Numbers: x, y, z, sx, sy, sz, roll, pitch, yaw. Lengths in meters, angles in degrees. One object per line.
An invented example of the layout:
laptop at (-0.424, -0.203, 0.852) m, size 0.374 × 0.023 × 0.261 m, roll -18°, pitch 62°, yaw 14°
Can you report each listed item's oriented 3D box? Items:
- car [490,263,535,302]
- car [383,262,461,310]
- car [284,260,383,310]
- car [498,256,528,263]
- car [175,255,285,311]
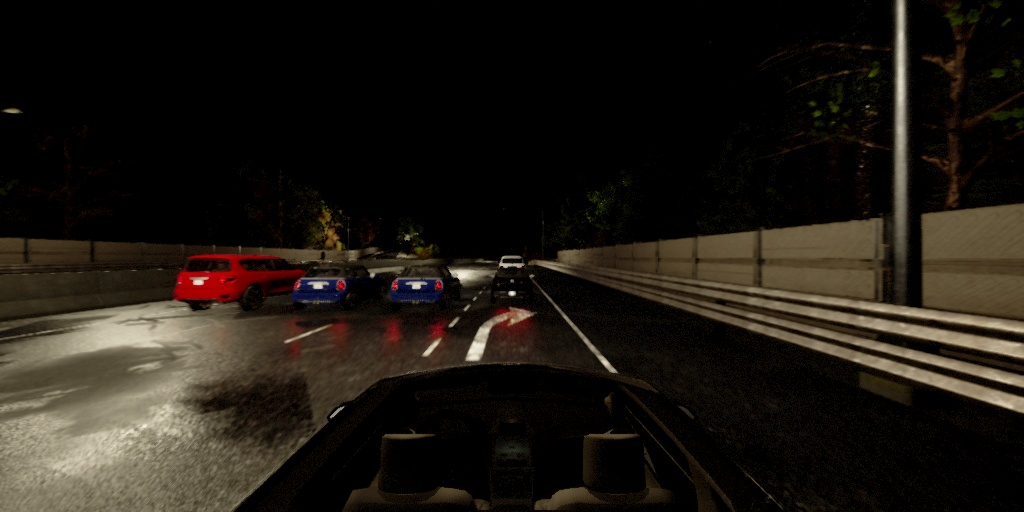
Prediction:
car at (0.004, 1.267, 16.929) m, size 1.837 × 1.490 × 4.892 m, roll 0°, pitch 0°, yaw 0°
car at (-3.396, 1.110, 14.883) m, size 2.097 × 1.767 × 4.553 m, roll 0°, pitch 0°, yaw 0°
car at (-6.896, 1.108, 14.886) m, size 2.097 × 1.767 × 4.553 m, roll 0°, pitch 0°, yaw 0°
car at (0.008, 1.003, 29.619) m, size 2.150 × 2.045 × 5.566 m, roll 0°, pitch 0°, yaw 0°
car at (-10.398, 0.976, 14.574) m, size 2.150 × 2.045 × 5.566 m, roll 0°, pitch 0°, yaw 0°
